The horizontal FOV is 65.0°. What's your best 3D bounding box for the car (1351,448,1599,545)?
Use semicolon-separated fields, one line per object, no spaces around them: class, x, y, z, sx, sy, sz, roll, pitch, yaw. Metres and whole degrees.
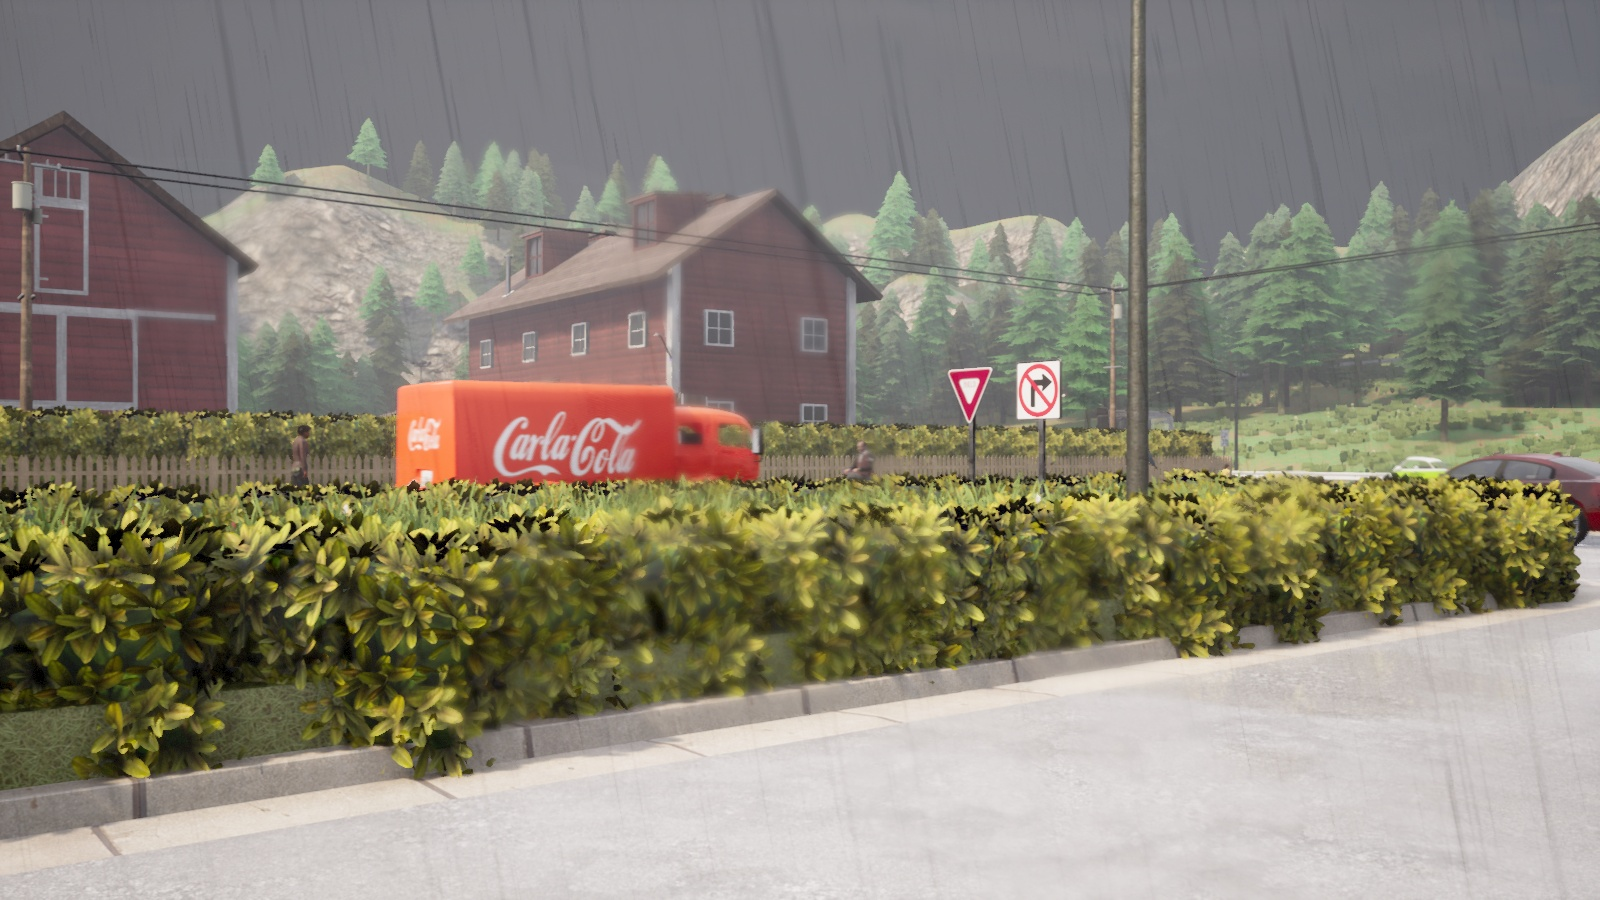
car;12.554;0.750;22.221;1.882;1.535;5.008;0;0;-29

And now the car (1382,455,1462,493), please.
car;22.954;0.864;46.387;1.481;1.376;2.207;0;0;-36

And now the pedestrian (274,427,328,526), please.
pedestrian;-9.232;0.476;23.254;0.869;1.805;0.328;0;0;-41

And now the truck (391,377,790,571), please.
truck;-3.028;0.309;18.599;5.204;2.467;2.627;0;0;-36

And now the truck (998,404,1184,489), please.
truck;12.504;-0.130;54.787;2.891;3.462;7.936;0;0;-36
